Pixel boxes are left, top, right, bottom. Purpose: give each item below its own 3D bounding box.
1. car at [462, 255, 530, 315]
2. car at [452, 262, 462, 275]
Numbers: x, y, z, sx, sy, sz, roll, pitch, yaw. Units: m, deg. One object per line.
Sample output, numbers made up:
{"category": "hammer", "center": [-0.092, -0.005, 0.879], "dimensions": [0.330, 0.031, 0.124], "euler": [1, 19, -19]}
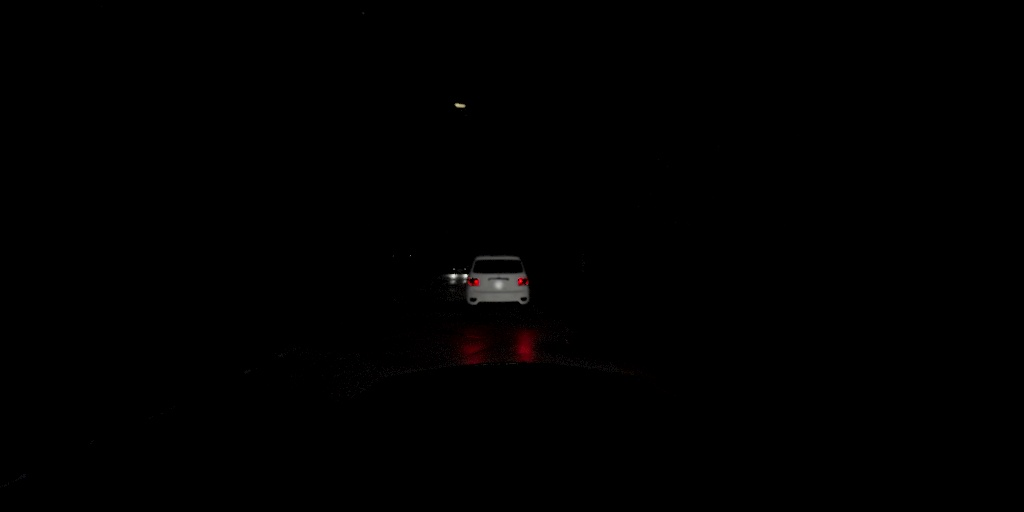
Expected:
{"category": "car", "center": [-0.617, 0.988, 13.938], "dimensions": [2.150, 2.045, 5.566], "euler": [0, 0, -4]}
{"category": "car", "center": [-6.317, 1.492, 44.438], "dimensions": [1.837, 1.490, 4.892], "euler": [0, -1, -5]}
